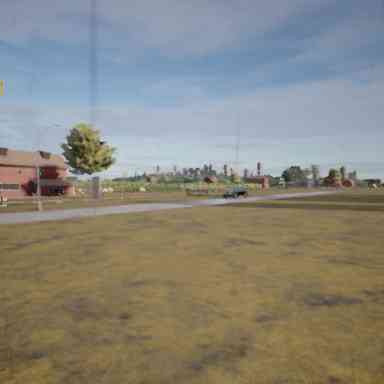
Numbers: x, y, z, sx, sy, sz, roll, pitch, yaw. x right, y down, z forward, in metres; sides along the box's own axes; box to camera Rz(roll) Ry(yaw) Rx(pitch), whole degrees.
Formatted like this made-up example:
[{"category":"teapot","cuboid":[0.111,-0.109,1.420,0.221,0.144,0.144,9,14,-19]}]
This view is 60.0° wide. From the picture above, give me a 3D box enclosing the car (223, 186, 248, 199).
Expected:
[{"category":"car","cuboid":[7.189,0.059,54.745,2.150,2.045,5.566,2,2,36]}]
